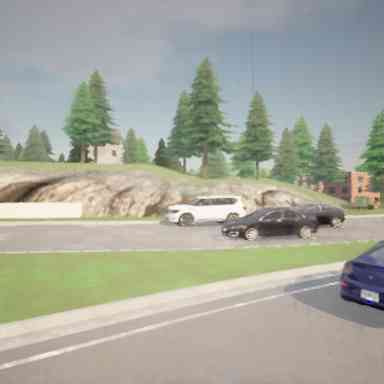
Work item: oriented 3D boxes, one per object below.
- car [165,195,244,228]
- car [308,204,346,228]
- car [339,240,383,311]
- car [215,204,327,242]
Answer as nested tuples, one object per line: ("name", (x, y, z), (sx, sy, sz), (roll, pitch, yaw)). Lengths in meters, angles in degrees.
("car", (0.998, 1.261, 22.737), (5.566, 2.045, 2.150), (0, 0, -17))
("car", (7.500, 1.544, 21.297), (4.902, 1.511, 2.128), (0, 0, -21))
("car", (4.929, 1.547, 6.629), (4.674, 1.442, 1.812), (0, 0, -30))
("car", (3.862, 1.540, 16.357), (4.892, 1.490, 1.837), (0, 0, -17))
